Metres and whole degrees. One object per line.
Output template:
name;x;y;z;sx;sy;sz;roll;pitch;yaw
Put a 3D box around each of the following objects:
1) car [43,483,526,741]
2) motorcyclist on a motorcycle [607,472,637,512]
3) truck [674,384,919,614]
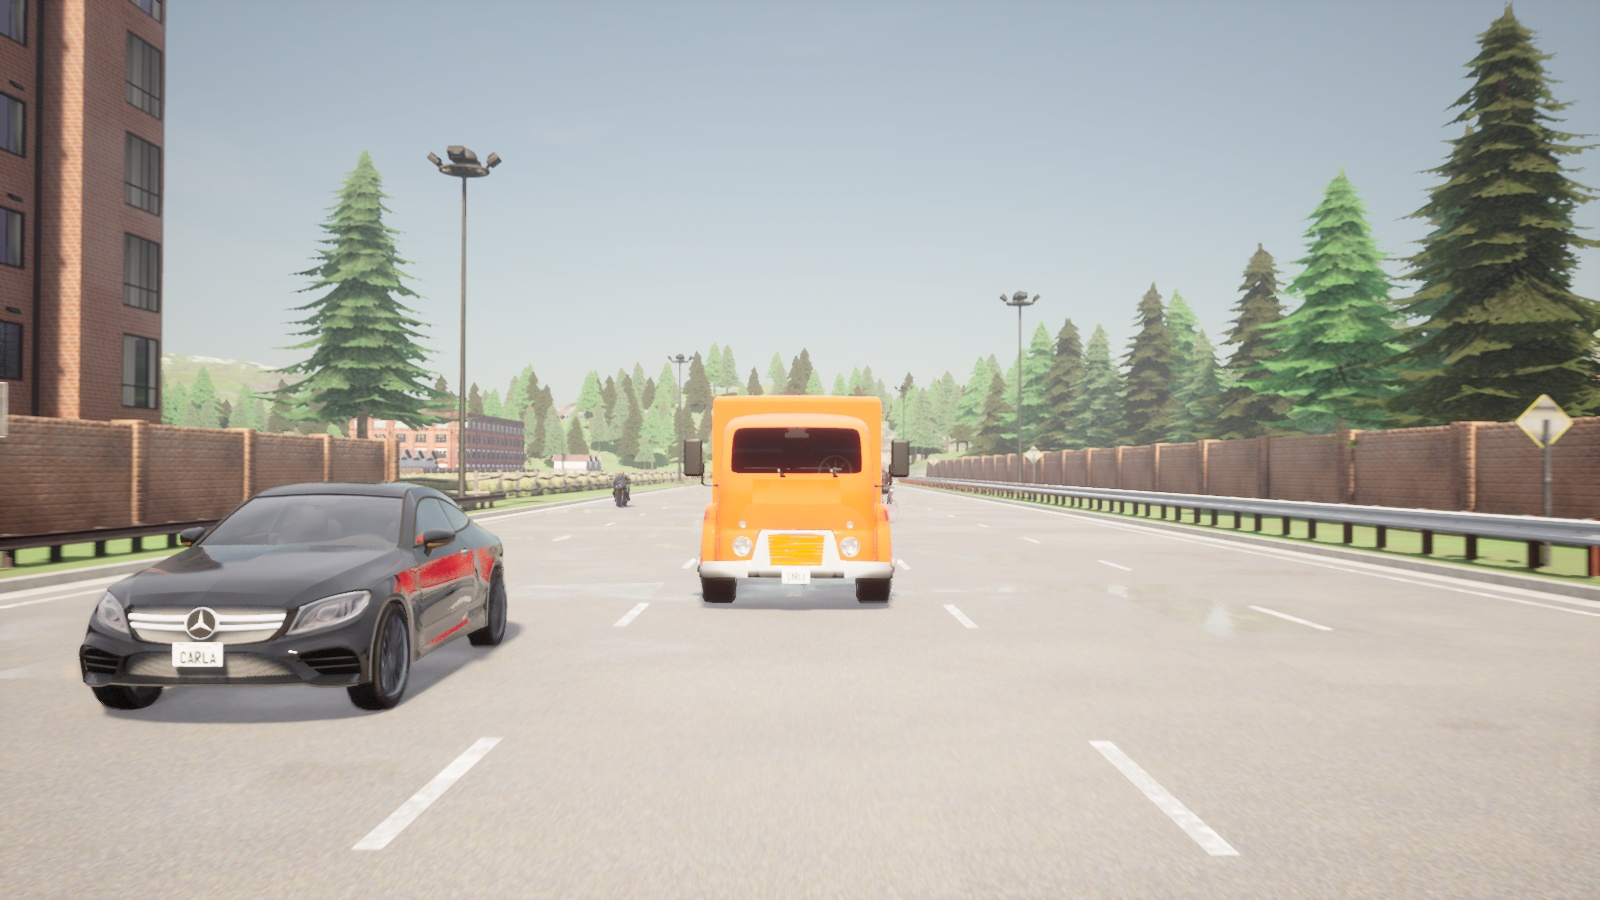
car;-3.517;1.004;9.666;1.812;1.442;4.674;0;-1;0
motorcyclist on a motorcycle;-7.121;1.666;50.330;0.866;1.530;2.191;0;-1;0
truck;-0.039;0.586;16.109;2.627;2.467;5.204;0;-1;0
